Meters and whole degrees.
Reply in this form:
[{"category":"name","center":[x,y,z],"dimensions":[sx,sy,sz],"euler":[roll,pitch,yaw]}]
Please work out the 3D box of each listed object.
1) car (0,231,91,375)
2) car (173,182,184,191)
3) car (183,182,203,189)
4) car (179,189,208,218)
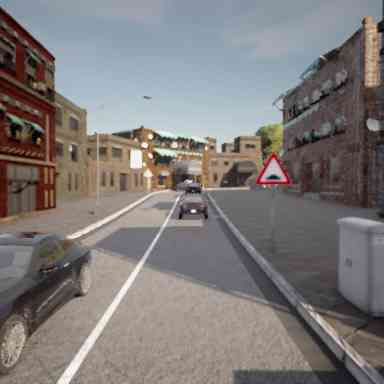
[{"category":"car","center":[-3.102,1.476,5.660],"dimensions":[1.812,1.442,4.674],"euler":[0,1,0]},{"category":"car","center":[-1.286,-0.794,50.221],"dimensions":[1.994,1.385,4.181],"euler":[1,2,23]},{"category":"car","center":[0.304,-0.438,42.081],"dimensions":[1.882,1.535,5.008],"euler":[0,4,3]},{"category":"car","center":[0.093,0.854,22.512],"dimensions":[1.812,1.442,4.674],"euler":[0,3,0]}]
